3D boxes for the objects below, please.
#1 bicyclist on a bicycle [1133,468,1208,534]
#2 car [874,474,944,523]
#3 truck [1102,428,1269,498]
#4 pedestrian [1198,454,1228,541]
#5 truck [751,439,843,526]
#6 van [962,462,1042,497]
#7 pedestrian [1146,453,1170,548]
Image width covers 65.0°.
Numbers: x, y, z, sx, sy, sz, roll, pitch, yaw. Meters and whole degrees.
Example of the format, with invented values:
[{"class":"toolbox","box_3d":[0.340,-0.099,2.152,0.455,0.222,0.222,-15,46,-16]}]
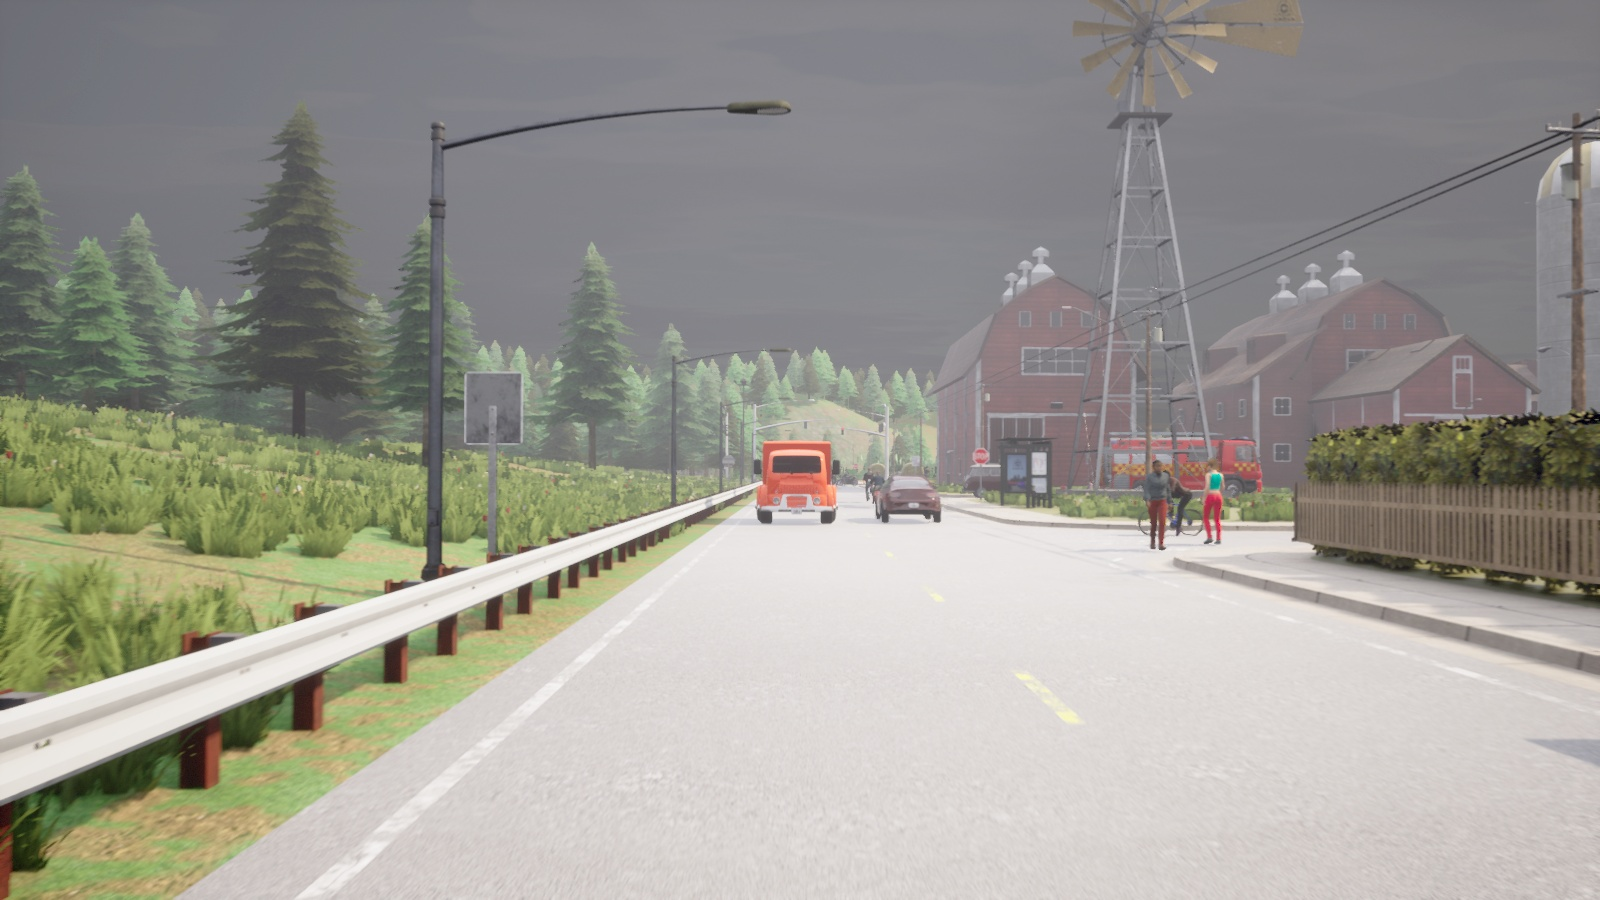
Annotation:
[{"class":"bicyclist on a bicycle","box_3d":[9.092,1.247,30.819,1.656,1.620,0.582,0,-1,-4]},{"class":"car","box_3d":[3.403,1.495,39.895,1.812,1.442,4.674,0,-1,0]},{"class":"truck","box_3d":[21.516,0.742,70.389,8.468,3.827,2.891,0,-1,-1]},{"class":"pedestrian","box_3d":[8.829,1.014,26.853,0.345,1.836,0.594,0,-1,-10]},{"class":"truck","box_3d":[-0.097,0.977,38.739,2.627,2.467,5.204,0,-1,0]},{"class":"van","box_3d":[11.853,1.752,73.789,4.442,1.987,1.775,-1,-1,1]},{"class":"pedestrian","box_3d":[7.030,0.985,24.667,0.353,1.847,0.614,0,-1,6]}]
